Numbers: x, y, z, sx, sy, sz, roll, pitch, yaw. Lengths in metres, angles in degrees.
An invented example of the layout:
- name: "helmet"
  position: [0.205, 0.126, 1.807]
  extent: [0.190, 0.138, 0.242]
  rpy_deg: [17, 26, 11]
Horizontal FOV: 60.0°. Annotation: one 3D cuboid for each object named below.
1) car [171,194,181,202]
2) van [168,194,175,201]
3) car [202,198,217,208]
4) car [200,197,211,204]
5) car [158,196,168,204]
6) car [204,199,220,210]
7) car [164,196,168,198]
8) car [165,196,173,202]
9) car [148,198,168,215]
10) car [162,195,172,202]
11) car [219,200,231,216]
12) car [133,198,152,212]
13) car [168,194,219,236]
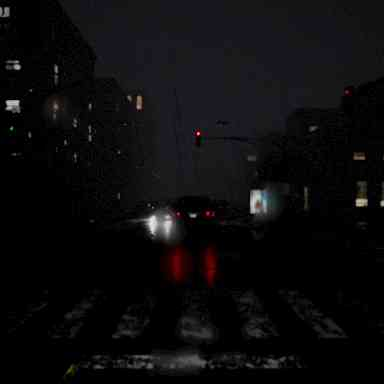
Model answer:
- name: "car"
  position: [-3.070, 1.209, 65.764]
  extent: [1.837, 1.490, 4.892]
  rpy_deg: [0, 0, 0]
- name: "van"
  position: [-5.800, 1.510, 95.263]
  extent: [1.690, 1.788, 3.998]
  rpy_deg: [-1, 0, 0]
- name: "car"
  position: [2.631, 1.613, 49.712]
  extent: [2.008, 1.369, 4.403]
  rpy_deg: [0, 0, 0]
- name: "car"
  position: [2.613, 1.647, 66.801]
  extent: [2.008, 1.369, 4.403]
  rpy_deg: [-1, 0, 0]
- name: "car"
  position: [-5.768, 1.622, 66.610]
  extent: [1.752, 1.417, 4.829]
  rpy_deg: [0, 0, 0]
- name: "car"
  position: [2.638, 1.634, 44.015]
  extent: [1.802, 1.307, 4.206]
  rpy_deg: [0, 0, 0]
- name: "car"
  position: [-3.137, 1.542, 50.472]
  extent: [1.882, 1.535, 5.008]
  rpy_deg: [0, 1, 0]
- name: "car"
  position: [-5.786, 1.663, 83.699]
  extent: [1.752, 1.417, 4.829]
  rpy_deg: [-1, 0, 0]
- name: "car"
  position: [-3.135, 1.637, 34.798]
  extent: [1.895, 1.301, 4.718]
  rpy_deg: [0, 0, 0]
- name: "car"
  position: [-5.782, 1.563, 78.172]
  extent: [1.967, 1.590, 4.097]
  rpy_deg: [-1, 0, 0]
- name: "car"
  position: [2.649, 1.473, 32.621]
  extent: [1.967, 1.590, 4.097]
  rpy_deg: [0, 0, 0]
- name: "car"
  position: [-5.737, 1.593, 38.297]
  extent: [2.008, 1.369, 4.403]
  rpy_deg: [0, 0, 0]
- name: "car"
  position: [0.086, 1.213, 18.476]
  extent: [2.150, 2.045, 5.566]
  rpy_deg: [0, 0, 0]
